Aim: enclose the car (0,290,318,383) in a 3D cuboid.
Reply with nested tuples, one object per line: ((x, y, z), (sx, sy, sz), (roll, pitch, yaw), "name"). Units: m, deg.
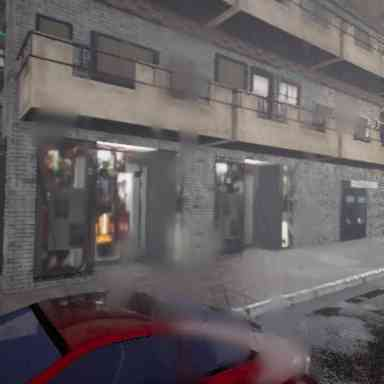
((-0.932, 1.564, 2.405), (4.181, 1.385, 1.994), (0, 0, -35), "car")
